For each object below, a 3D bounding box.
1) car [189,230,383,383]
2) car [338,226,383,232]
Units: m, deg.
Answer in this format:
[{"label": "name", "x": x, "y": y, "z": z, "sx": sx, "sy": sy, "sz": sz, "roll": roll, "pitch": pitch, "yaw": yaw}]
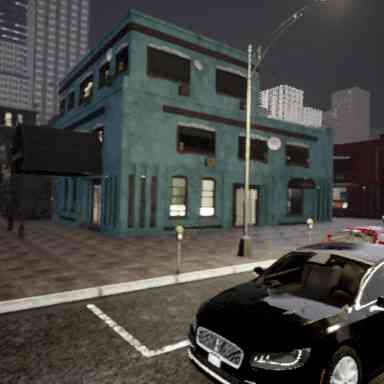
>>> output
[{"label": "car", "x": 2.215, "y": 1.572, "z": 4.950, "sx": 4.892, "sy": 1.490, "sz": 1.837, "roll": 1, "pitch": -1, "yaw": -36}, {"label": "car", "x": 5.302, "y": 1.733, "z": 10.327, "sx": 4.206, "sy": 1.307, "sz": 1.802, "roll": 1, "pitch": 0, "yaw": -35}]
